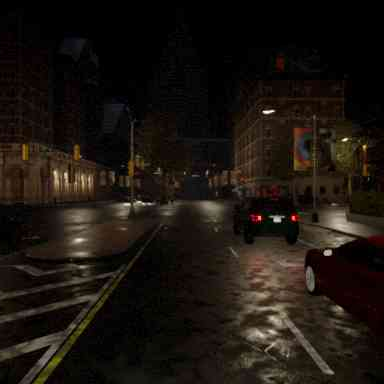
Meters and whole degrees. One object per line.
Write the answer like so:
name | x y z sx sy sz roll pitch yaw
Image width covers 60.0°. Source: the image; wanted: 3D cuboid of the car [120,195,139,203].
car | -12.589 1.512 67.820 2.128 1.511 4.902 0 0 -1

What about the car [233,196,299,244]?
car | 3.356 1.221 15.942 2.150 2.045 5.566 0 0 -1

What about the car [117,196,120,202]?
car | -15.978 1.591 76.537 1.895 1.301 4.718 0 0 -1

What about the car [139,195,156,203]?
car | -9.094 1.555 68.019 1.994 1.385 4.181 0 0 -1

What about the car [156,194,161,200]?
car | -9.332 1.496 82.994 1.837 1.490 4.892 0 0 -1

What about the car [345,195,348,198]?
car | 36.687 1.477 78.785 2.231 1.521 4.892 0 0 -1

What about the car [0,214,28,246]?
car | -8.260 1.547 12.631 2.033 1.411 5.357 0 0 -1

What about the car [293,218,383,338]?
car | 3.521 1.477 5.663 1.882 1.535 5.008 0 0 -1

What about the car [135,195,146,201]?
car | -12.831 1.521 82.924 2.128 1.511 4.902 0 0 -1
